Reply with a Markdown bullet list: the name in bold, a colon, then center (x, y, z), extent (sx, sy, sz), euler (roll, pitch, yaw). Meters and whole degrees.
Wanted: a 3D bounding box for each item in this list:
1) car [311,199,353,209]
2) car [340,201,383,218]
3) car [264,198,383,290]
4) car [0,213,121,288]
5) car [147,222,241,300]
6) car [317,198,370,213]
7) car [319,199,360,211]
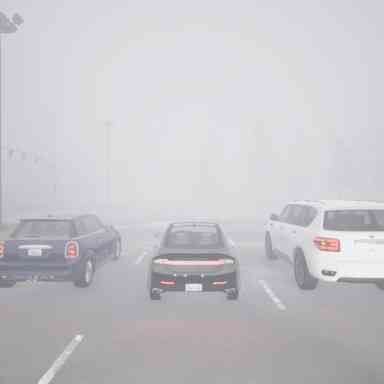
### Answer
- **car**: center (18.580, 1.601, 44.236), extent (4.718, 1.301, 1.895), euler (0, 0, -2)
- **car**: center (16.510, 1.547, 30.118), extent (5.357, 1.411, 2.033), euler (0, 0, -3)
- **car**: center (3.557, 1.221, 9.218), extent (2.150, 2.045, 5.566), euler (0, 0, 0)
- **car**: center (-3.439, 1.352, 9.443), extent (2.097, 1.767, 4.553), euler (0, 0, 0)
- **car**: center (0.054, 1.492, 8.362), extent (2.128, 1.511, 4.902), euler (0, 0, 1)
- **car**: center (16.854, 1.477, 37.133), extent (5.008, 1.535, 1.882), euler (0, 0, -3)
- **car**: center (18.016, 1.564, 40.703), extent (4.181, 1.385, 1.994), euler (0, 0, -2)
